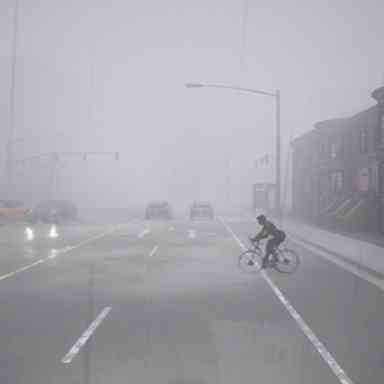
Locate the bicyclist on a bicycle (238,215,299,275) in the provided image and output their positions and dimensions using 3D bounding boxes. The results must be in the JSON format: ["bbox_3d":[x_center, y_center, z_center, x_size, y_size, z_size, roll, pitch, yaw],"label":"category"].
[{"bbox_3d":[2.062,1.449,9.026,1.656,1.620,0.582,-2,0,1],"label":"bicyclist on a bicycle"}]

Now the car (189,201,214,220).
[{"bbox_3d":[0.792,1.487,27.856,2.128,1.511,4.902,0,0,1],"label":"car"}]

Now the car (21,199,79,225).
[{"bbox_3d":[-9.984,1.350,24.155,2.097,1.767,4.553,0,0,2],"label":"car"}]

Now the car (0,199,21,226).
[{"bbox_3d":[-13.506,1.350,23.501,2.097,1.767,4.553,0,0,2],"label":"car"}]

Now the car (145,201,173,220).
[{"bbox_3d":[-2.716,1.490,27.704,2.128,1.511,4.902,0,0,1],"label":"car"}]
